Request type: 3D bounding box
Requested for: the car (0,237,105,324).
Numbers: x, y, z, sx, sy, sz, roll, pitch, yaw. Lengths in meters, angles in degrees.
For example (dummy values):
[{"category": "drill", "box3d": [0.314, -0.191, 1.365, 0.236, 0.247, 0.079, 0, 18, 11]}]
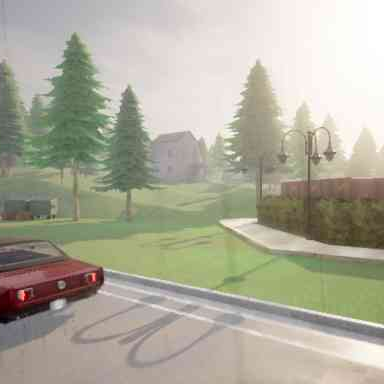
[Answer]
[{"category": "car", "box3d": [-4.044, 1.601, 6.877, 4.718, 1.301, 1.895, 0, 0, 36]}]
